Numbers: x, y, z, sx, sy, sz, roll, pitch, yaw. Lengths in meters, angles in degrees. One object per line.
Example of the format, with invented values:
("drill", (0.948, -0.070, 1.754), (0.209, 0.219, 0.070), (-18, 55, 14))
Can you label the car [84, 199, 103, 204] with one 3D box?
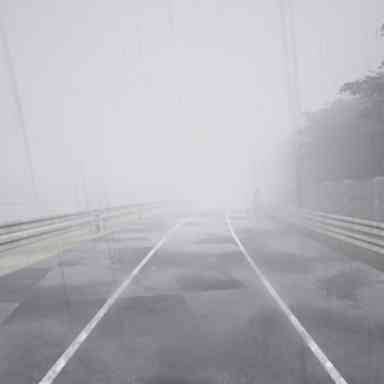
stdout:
("car", (-18.605, 2.199, 65.135), (5.008, 1.535, 1.882), (2, -4, -32))

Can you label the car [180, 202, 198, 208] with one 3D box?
("car", (-0.576, 3.066, 78.712), (4.892, 1.490, 1.837), (3, -5, -44))

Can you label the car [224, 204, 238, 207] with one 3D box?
("car", (10.691, 3.912, 90.918), (1.895, 1.301, 4.718), (-2, -4, 37))
